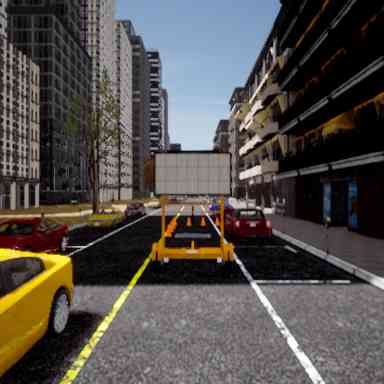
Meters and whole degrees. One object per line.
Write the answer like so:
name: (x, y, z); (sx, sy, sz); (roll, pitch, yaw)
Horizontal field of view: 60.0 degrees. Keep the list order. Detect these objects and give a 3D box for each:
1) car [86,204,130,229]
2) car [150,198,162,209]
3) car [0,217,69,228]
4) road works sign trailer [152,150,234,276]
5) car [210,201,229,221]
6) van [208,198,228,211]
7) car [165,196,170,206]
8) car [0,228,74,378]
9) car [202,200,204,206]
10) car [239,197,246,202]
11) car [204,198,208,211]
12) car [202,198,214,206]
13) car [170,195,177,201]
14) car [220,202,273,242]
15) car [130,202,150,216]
car: (-5.634, 1.602, 22.163); (1.752, 1.417, 4.829); (0, 0, 0)
car: (-5.560, 1.711, 49.826); (1.752, 1.417, 4.829); (0, 0, 0)
car: (-5.664, 1.582, 11.267); (1.887, 1.381, 4.507); (0, 0, 0)
road works sign trailer: (0.025, 0.499, 10.457); (2.380, 3.560, 2.880); (0, 0, 0)
car: (2.761, 1.681, 27.843); (1.802, 1.307, 4.206); (0, 0, 0)
van: (2.776, 1.461, 33.376); (1.690, 1.788, 3.998); (0, 0, 0)
car: (-5.531, 1.779, 61.061); (1.887, 1.381, 4.507); (0, 0, 0)
car: (-2.993, 1.490, 3.804); (1.882, 1.535, 5.008); (0, 0, 0)
car: (2.820, 1.738, 49.973); (2.008, 1.369, 4.403); (0, 0, 0)
car: (13.638, 1.666, 80.416); (4.403, 1.369, 2.008); (-1, 1, 0)
car: (2.790, 1.582, 38.908); (1.967, 1.590, 4.097); (0, 0, 0)
car: (2.849, 1.785, 61.038); (2.008, 1.369, 4.403); (0, 0, 0)
car: (-5.445, 1.707, 93.450); (2.192, 1.841, 5.009); (0, 0, 0)
car: (2.732, 1.497, 16.777); (1.967, 1.590, 4.097); (0, 0, 0)
car: (-5.605, 1.702, 33.398); (1.802, 1.307, 4.206); (0, 0, 0)
